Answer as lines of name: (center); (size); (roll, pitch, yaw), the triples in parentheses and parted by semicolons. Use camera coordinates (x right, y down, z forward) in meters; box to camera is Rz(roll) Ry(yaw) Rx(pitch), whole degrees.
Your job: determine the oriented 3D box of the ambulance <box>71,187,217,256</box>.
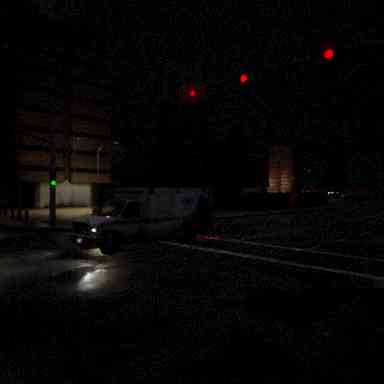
ambulance: (-1.778, 1.030, 14.043); (2.351, 2.431, 6.366); (0, 0, 44)
